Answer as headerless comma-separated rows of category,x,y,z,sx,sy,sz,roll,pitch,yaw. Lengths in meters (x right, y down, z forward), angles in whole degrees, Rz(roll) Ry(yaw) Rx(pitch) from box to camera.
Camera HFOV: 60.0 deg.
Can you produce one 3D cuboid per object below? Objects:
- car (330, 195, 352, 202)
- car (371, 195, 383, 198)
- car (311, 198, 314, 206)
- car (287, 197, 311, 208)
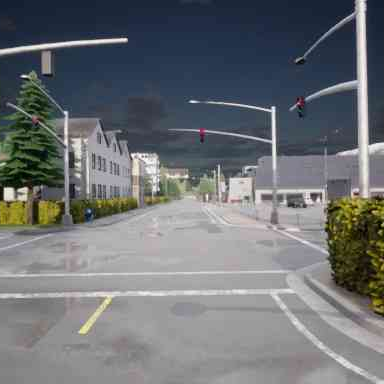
car,25.484,1.398,56.548,2.152,1.636,5.027,-1,-1,0
car,19.117,1.183,31.282,1.905,1.878,3.866,-1,-1,0
car,19.070,1.573,56.208,1.970,1.475,3.806,-1,-1,0
car,15.425,1.629,49.149,2.007,1.523,4.514,-1,-1,0
